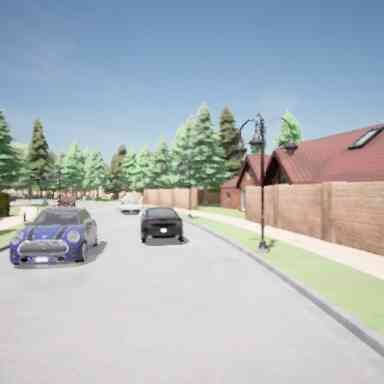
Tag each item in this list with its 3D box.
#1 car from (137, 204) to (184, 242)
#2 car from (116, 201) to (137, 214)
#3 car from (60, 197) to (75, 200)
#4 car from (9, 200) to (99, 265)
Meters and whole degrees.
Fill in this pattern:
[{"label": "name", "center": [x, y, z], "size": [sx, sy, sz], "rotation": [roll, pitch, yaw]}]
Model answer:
[{"label": "car", "center": [-1.589, 1.455, 16.371], "size": [1.882, 1.535, 5.008], "rotation": [0, 0, -9]}, {"label": "car", "center": [-6.753, 1.567, 34.869], "size": [1.895, 1.301, 4.718], "rotation": [0, 0, -21]}, {"label": "car", "center": [-19.529, 1.463, 51.988], "size": [1.882, 1.535, 5.008], "rotation": [0, 0, -32]}, {"label": "car", "center": [-4.625, 1.349, 11.782], "size": [2.097, 1.767, 4.553], "rotation": [0, 0, -8]}]
